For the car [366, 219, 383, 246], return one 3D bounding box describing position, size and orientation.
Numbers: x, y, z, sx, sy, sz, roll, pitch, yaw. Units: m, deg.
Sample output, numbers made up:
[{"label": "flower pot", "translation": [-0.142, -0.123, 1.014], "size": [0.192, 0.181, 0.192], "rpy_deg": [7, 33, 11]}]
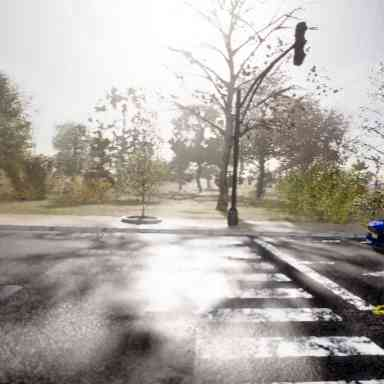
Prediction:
[{"label": "car", "translation": [8.664, 1.309, 11.542], "size": [5.008, 1.535, 1.882], "rpy_deg": [2, 3, -7]}]
